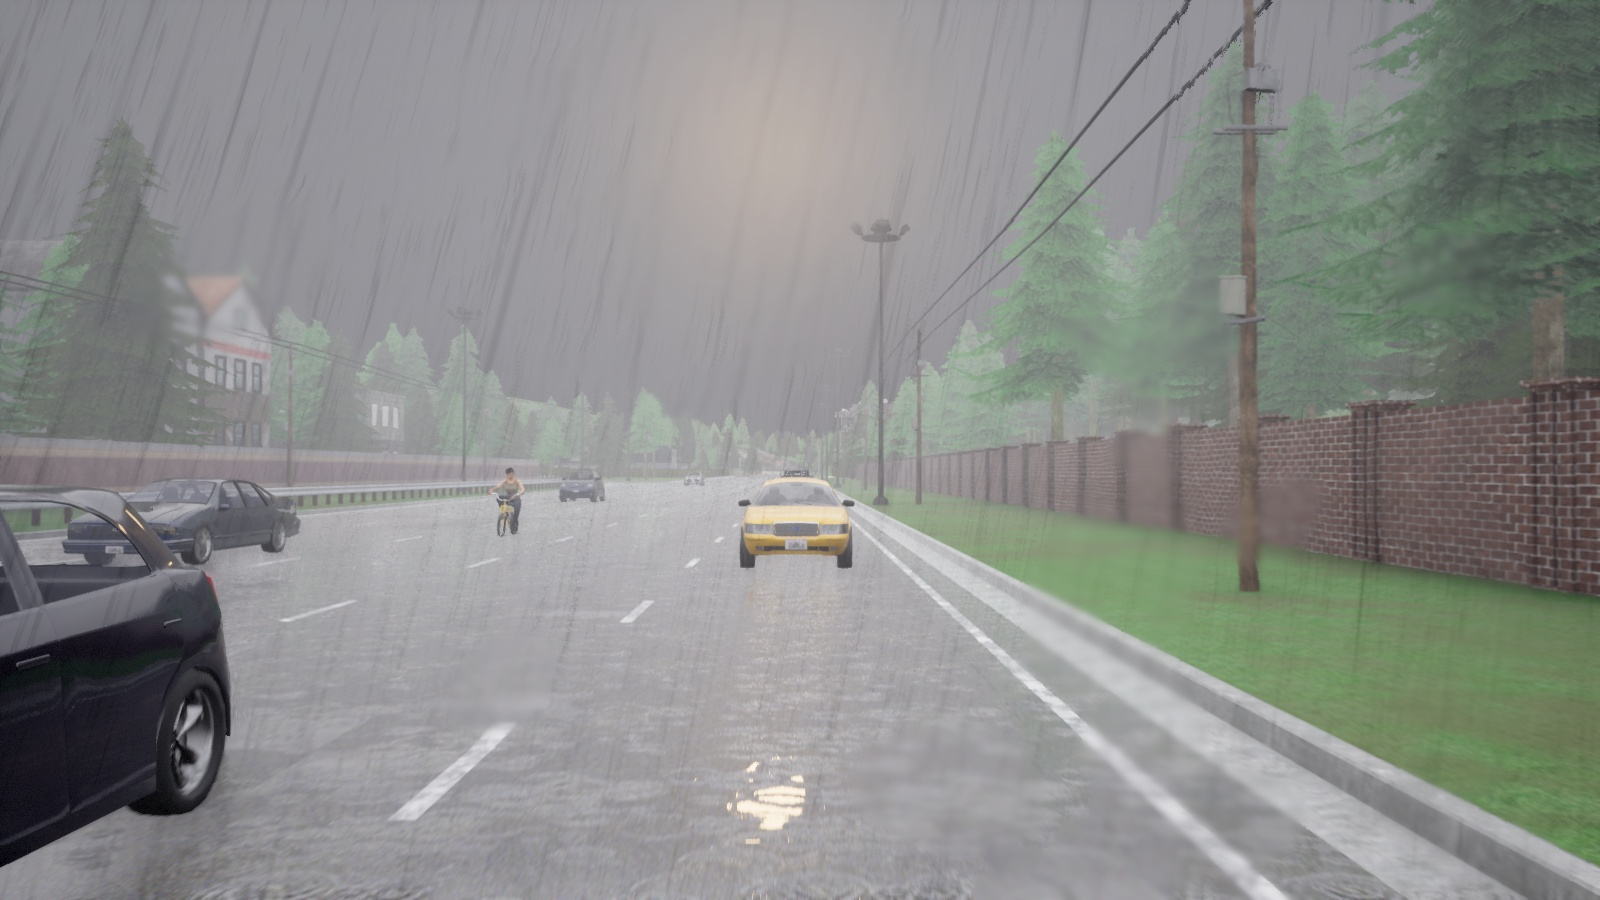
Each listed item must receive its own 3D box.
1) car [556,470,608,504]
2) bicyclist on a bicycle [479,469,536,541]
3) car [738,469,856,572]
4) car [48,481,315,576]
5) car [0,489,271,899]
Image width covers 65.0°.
[{"bbox_3d":[-10.648,1.783,61.576,1.851,1.617,3.988,0,-1,0],"label":"car"},{"bbox_3d":[-6.844,1.269,29.415,0.866,1.612,1.509,1,-1,4],"label":"bicyclist on a bicycle"},{"bbox_3d":[-0.053,1.118,21.843,1.801,1.575,5.366,0,-1,0],"label":"car"},{"bbox_3d":[-10.553,1.271,22.004,2.033,1.411,5.357,0,-1,0],"label":"car"},{"bbox_3d":[-3.511,0.915,4.324,1.845,1.501,3.633,0,-1,0],"label":"car"}]
